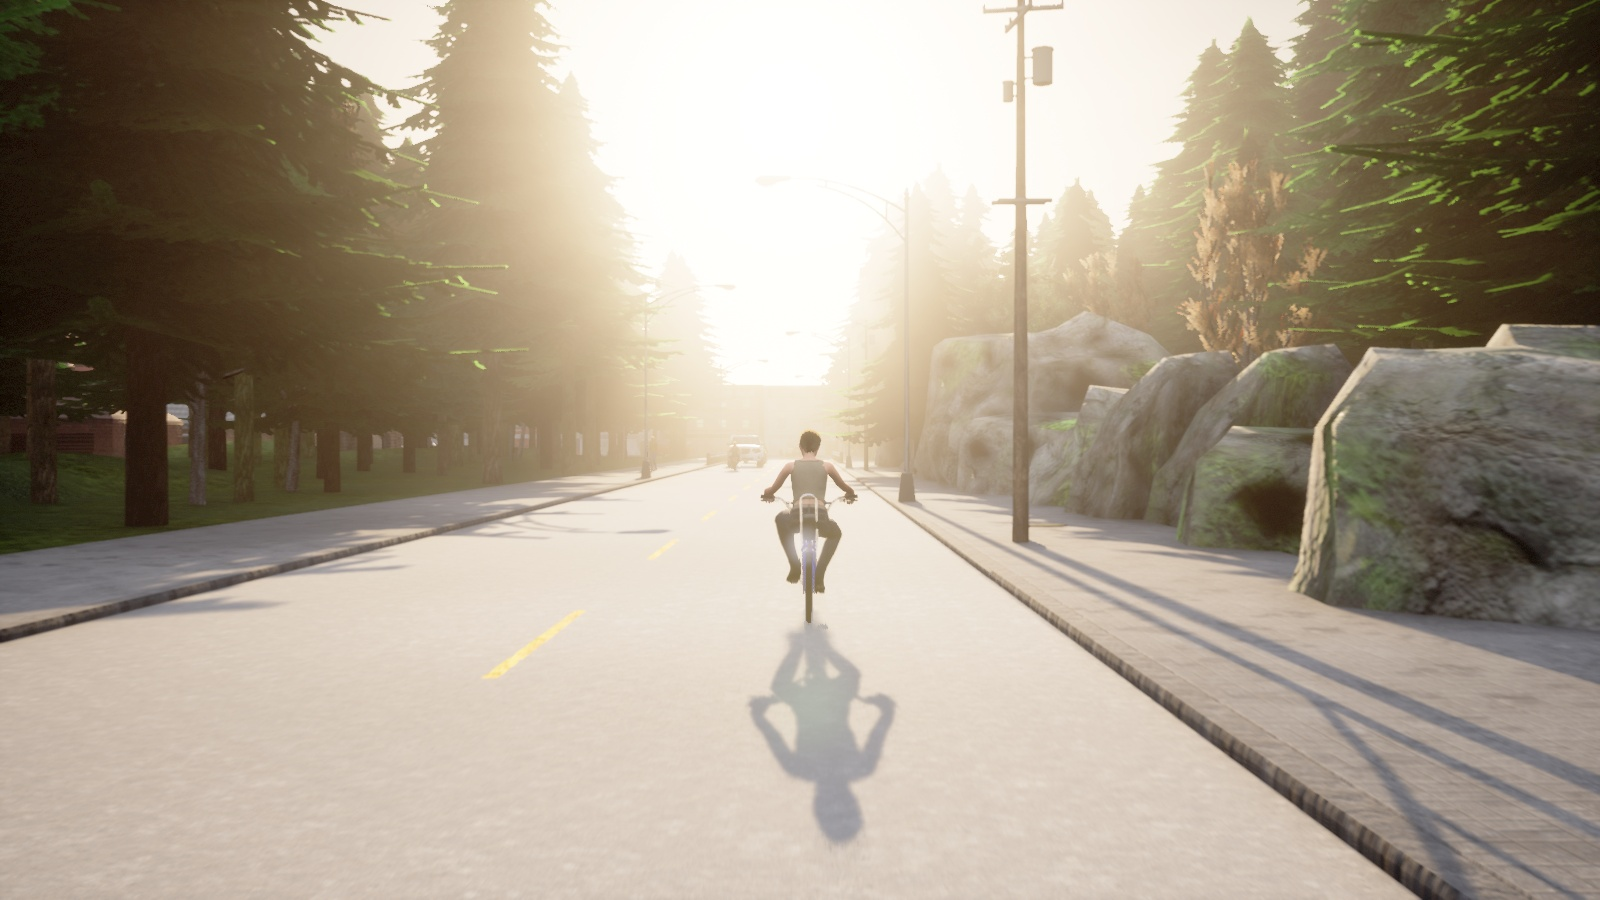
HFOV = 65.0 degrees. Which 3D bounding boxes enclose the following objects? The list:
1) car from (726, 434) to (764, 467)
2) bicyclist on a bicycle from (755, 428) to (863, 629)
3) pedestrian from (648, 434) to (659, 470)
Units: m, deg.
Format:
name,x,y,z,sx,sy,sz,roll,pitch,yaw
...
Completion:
name,x,y,z,sx,sy,sz,roll,pitch,yaw
car,-3.475,0.039,80.703,2.150,2.045,5.566,0,0,0
bicyclist on a bicycle,0.079,0.626,10.818,0.866,1.612,1.509,0,0,1
pedestrian,-7.502,0.113,64.282,0.354,1.836,0.706,0,0,15
